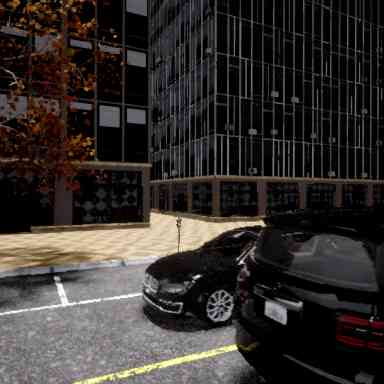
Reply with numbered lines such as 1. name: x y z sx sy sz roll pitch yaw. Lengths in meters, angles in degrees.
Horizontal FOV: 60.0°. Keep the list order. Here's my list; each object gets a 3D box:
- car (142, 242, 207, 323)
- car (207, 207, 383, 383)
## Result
1. car: 1.400 1.504 6.975 4.892 1.490 1.837 0 0 -26
2. car: 3.189 1.221 4.288 5.566 2.045 2.150 0 0 -26
